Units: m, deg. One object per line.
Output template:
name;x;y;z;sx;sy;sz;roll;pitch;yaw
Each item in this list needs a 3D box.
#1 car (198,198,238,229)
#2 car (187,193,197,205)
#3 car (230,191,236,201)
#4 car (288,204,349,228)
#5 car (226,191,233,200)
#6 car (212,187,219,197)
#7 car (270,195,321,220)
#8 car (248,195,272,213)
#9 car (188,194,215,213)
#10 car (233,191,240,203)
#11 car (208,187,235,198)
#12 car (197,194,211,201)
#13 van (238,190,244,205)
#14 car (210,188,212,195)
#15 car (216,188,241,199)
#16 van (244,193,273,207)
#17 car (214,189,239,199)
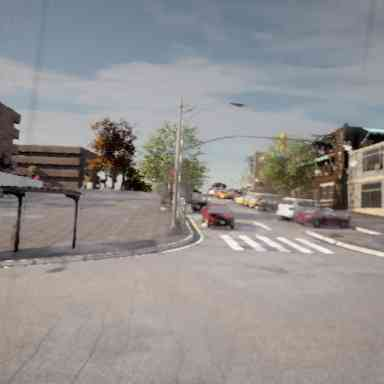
car;1.816;1.598;23.835;1.882;1.535;5.008;3;2;-4
car;0.206;0.862;43.678;1.882;1.535;5.008;3;2;-5
car;8.699;1.188;50.792;4.674;1.452;2.002;3;2;-24
car;10.444;2.070;26.687;4.674;1.452;2.002;3;2;-24
car;8.463;1.076;53.809;4.674;1.452;2.002;3;2;-24
car;7.495;0.338;65.820;5.566;2.045;2.435;3;2;-25
car;10.264;1.670;29.703;5.566;2.045;2.435;3;2;-24
car;9.563;1.589;38.732;4.892;1.521;2.231;3;2;-24
car;1.019;1.319;33.700;1.994;1.385;4.181;3;2;-5
car;9.085;1.265;47.853;5.366;1.575;1.946;3;2;-24
car;6.671;0.155;74.810;5.566;2.045;2.435;5;-3;-25
car;3.435;1.560;91.425;1.837;1.490;4.892;1;-6;28
van;9.045;1.137;44.703;4.442;1.987;1.878;3;2;-24
car;6.990;0.277;71.876;4.553;1.767;2.185;4;-1;-26
car;7.922;0.710;62.908;5.366;1.575;1.946;3;2;-25
van;9.265;1.247;41.685;4.442;1.987;1.878;3;2;-24
car;7.213;0.349;68.861;4.553;1.767;2.185;4;1;-25
